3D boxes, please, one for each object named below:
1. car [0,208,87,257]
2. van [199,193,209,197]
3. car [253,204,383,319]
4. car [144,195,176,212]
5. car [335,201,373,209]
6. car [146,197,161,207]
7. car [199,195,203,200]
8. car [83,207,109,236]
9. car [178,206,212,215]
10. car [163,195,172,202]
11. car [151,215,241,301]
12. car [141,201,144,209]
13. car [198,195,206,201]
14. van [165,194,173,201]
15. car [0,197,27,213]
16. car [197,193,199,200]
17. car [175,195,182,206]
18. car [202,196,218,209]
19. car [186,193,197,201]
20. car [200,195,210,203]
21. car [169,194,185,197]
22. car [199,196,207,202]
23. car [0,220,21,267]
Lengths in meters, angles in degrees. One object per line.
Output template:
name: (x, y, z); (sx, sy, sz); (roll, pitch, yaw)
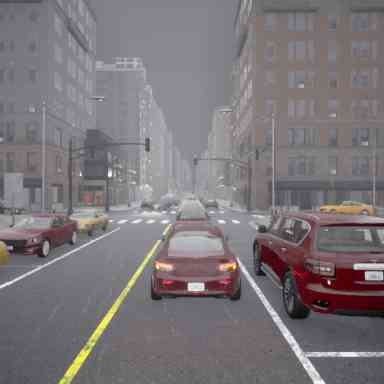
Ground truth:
car: (-5.851, 1.547, 12.911); (1.887, 1.381, 4.507); (1, 0, 0)
van: (2.667, 1.358, 62.568); (1.690, 1.788, 3.998); (1, 0, 0)
car: (2.678, 1.317, 7.279); (2.192, 1.841, 5.009); (1, 0, 0)
car: (-3.669, 1.500, 39.685); (2.128, 1.511, 4.902); (0, 0, 8)
car: (15.118, 1.641, 32.745); (5.008, 1.535, 1.882); (0, -1, 1)
car: (-5.859, 1.557, 51.228); (1.887, 1.381, 4.507); (1, 0, 0)
car: (2.665, 1.596, 56.894); (1.802, 1.307, 4.206); (1, 0, 0)
car: (-5.852, 1.529, 18.365); (1.752, 1.417, 4.829); (1, 0, 0)
car: (0.060, 1.605, 17.413); (1.895, 1.301, 4.718); (0, 0, 0)
car: (-5.863, 1.466, 79.592); (1.967, 1.590, 4.097); (1, 0, 0)
car: (0.084, 1.527, 8.235); (1.812, 1.442, 4.674); (0, 0, 0)
car: (-5.858, 1.555, 45.555); (1.887, 1.381, 4.507); (1, 0, 0)
car: (2.659, 1.599, 90.934); (1.947, 1.339, 4.313); (1, 0, 0)
van: (-5.863, 1.371, 85.265); (1.690, 1.788, 3.998); (1, 0, 0)
car: (-17.266, 1.198, 29.723); (4.553, 1.767, 2.097); (1, -1, 0)
car: (2.666, 1.335, 68.241); (2.192, 1.841, 5.009); (1, 0, 0)
car: (-3.101, 1.561, 54.046); (2.033, 1.411, 5.357); (0, 0, 0)
car: (2.668, 1.593, 45.548); (1.802, 1.307, 4.206); (1, 0, 0)
car: (-0.015, 1.570, 85.281); (2.033, 1.411, 5.357); (0, 0, 0)
car: (2.666, 1.594, 51.221); (1.802, 1.307, 4.206); (1, 0, 0)
car: (-3.044, 1.566, 65.620); (2.033, 1.411, 5.357); (0, 0, 1)
car: (2.661, 1.608, 79.588); (1.802, 1.307, 4.206); (1, 0, 0)
car: (-5.850, 1.527, 7.116); (1.752, 1.417, 4.829); (1, 0, 0)
